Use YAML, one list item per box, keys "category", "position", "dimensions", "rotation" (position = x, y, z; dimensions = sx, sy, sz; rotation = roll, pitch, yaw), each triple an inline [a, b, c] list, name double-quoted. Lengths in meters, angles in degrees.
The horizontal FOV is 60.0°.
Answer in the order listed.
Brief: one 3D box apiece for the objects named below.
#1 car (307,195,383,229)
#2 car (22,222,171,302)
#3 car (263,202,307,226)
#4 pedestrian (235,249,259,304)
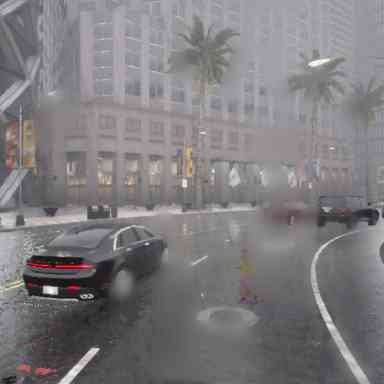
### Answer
- category: "car"
  position: [10.113, 1.220, 21.705]
  dimensions: [5.566, 2.045, 2.150]
  rotation: [0, 0, -41]
- category: "car"
  position: [-1.977, 1.507, 8.368]
  dimensions: [1.837, 1.490, 4.892]
  rotation: [0, 0, 14]
- category: "car"
  position: [6.932, 1.478, 23.398]
  dimensions: [5.008, 1.535, 1.882]
  rotation: [0, 0, -45]
- category: "pedestrian"
  position: [1.123, 1.674, 6.599]
  dimensions: [0.500, 1.100, 0.500]
  rotation: [0, 0, 12]
